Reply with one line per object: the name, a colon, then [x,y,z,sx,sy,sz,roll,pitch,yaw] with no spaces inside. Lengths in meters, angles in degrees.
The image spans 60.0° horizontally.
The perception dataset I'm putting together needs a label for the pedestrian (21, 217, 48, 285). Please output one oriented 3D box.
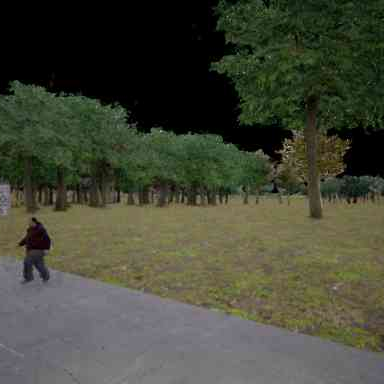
pedestrian: [-4.006,1.473,8.480,0.375,1.860,0.375,-1,-2,40]
